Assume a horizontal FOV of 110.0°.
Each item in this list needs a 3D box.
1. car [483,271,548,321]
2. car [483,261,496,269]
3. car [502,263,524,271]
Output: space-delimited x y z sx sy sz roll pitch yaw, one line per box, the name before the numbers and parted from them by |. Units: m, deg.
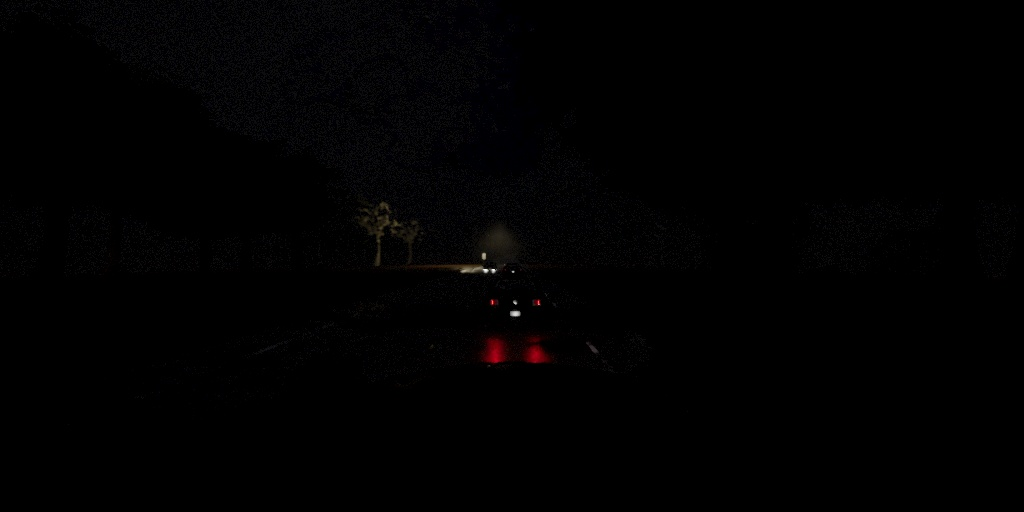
car | 0.105 1.355 12.439 1.895 1.301 4.718 0 0 0
car | -3.555 1.439 57.906 1.994 1.385 4.181 0 0 0
car | 0.097 1.348 33.348 1.994 1.385 4.181 0 0 0
